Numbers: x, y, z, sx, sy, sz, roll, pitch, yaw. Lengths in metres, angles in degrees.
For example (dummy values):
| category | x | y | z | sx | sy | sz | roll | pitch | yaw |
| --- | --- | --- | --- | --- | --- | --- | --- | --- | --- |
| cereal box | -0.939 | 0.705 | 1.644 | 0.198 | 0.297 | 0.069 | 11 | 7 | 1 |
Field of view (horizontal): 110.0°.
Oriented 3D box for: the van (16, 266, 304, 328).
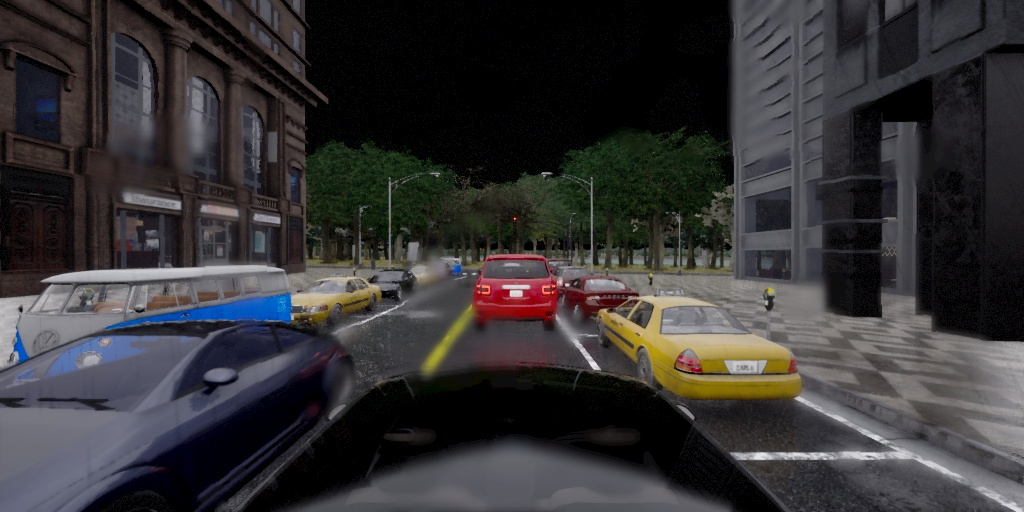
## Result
| category | x | y | z | sx | sy | sz | roll | pitch | yaw |
| --- | --- | --- | --- | --- | --- | --- | --- | --- | --- |
| van | -5.763 | 1.091 | 6.383 | 1.690 | 1.789 | 3.998 | 0 | 0 | 0 |

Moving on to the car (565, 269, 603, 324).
| category | x | y | z | sx | sy | sz | roll | pitch | yaw |
| --- | --- | --- | --- | --- | --- | --- | --- | --- | --- |
| car | 2.763 | 1.295 | 11.819 | 1.888 | 1.381 | 4.507 | 0 | 0 | 0 |

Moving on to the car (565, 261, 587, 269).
| category | x | y | z | sx | sy | sz | roll | pitch | yaw |
| --- | --- | --- | --- | --- | --- | --- | --- | --- | --- |
| car | 2.764 | 1.191 | 17.257 | 1.967 | 1.591 | 4.097 | 0 | 0 | 0 |

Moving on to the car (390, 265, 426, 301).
| category | x | y | z | sx | sy | sz | roll | pitch | yaw |
| --- | --- | --- | --- | --- | --- | --- | --- | --- | --- |
| car | -5.762 | 1.317 | 17.258 | 1.948 | 1.339 | 4.313 | 0 | 0 | 0 |

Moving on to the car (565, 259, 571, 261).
| category | x | y | z | sx | sy | sz | roll | pitch | yaw |
| --- | --- | --- | --- | --- | --- | --- | --- | --- | --- |
| car | 2.764 | 1.067 | 22.694 | 2.192 | 1.841 | 5.009 | 0 | 0 | 0 |

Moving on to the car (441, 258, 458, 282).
| category | x | y | z | sx | sy | sz | roll | pitch | yaw |
| --- | --- | --- | --- | --- | --- | --- | --- | --- | --- |
| car | -5.760 | 1.193 | 28.133 | 1.967 | 1.591 | 4.097 | 0 | 0 | 0 |

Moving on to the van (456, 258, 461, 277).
| category | x | y | z | sx | sy | sz | roll | pitch | yaw |
| --- | --- | --- | --- | --- | --- | --- | --- | --- | --- |
| van | -5.760 | 1.096 | 33.570 | 1.690 | 1.789 | 3.998 | 0 | 0 | 0 |

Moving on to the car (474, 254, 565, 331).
| category | x | y | z | sx | sy | sz | roll | pitch | yaw |
| --- | --- | --- | --- | --- | --- | --- | --- | --- | --- |
| car | 0.104 | 0.972 | 11.077 | 2.150 | 2.045 | 5.566 | 0 | 0 | 0 |

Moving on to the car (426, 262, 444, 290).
| category | x | y | z | sx | sy | sz | roll | pitch | yaw |
| --- | --- | --- | --- | --- | --- | --- | --- | --- | --- |
| car | -5.761 | 1.277 | 22.525 | 1.751 | 1.417 | 4.829 | 0 | 0 | 0 |

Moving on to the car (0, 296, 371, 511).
| category | x | y | z | sx | sy | sz | roll | pitch | yaw |
| --- | --- | --- | --- | --- | --- | --- | --- | --- | --- |
| car | -3.100 | 1.314 | 3.151 | 1.994 | 1.385 | 4.181 | 0 | 0 | 0 |

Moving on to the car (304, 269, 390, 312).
| category | x | y | z | sx | sy | sz | roll | pitch | yaw |
| --- | --- | --- | --- | --- | --- | --- | --- | --- | --- |
| car | -5.762 | 1.276 | 11.651 | 1.751 | 1.417 | 4.829 | 0 | 0 | 0 |

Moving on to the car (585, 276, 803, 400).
| category | x | y | z | sx | sy | sz | roll | pitch | yaw |
| --- | --- | --- | --- | --- | --- | --- | --- | --- | --- |
| car | 2.763 | 1.275 | 6.552 | 1.751 | 1.417 | 4.829 | 0 | 0 | 0 |
